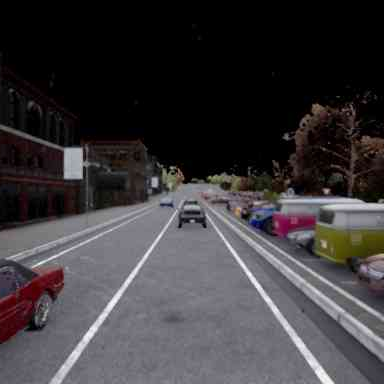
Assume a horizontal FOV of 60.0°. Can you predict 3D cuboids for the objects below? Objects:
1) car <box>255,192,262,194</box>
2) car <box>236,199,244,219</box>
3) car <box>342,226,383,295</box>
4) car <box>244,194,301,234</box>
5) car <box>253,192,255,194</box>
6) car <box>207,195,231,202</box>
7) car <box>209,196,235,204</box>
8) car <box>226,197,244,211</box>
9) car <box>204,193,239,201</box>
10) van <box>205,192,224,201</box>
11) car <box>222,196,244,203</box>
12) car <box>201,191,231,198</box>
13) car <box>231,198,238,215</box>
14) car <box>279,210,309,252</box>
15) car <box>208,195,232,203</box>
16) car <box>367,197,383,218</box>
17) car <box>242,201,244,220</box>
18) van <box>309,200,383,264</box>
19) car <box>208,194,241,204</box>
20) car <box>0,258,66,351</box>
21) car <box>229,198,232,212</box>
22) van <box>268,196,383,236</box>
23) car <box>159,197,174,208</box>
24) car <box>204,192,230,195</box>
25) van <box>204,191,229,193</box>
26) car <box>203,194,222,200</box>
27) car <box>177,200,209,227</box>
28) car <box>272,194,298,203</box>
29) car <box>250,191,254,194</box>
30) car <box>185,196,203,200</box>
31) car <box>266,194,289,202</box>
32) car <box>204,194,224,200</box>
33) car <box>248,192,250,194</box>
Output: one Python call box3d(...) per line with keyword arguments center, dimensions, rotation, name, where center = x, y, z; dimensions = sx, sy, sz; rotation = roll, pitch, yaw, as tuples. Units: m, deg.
box3d(center=(18.635, 1.289, 80.916), dimensions=(5.008, 1.535, 2.097), rotation=(0, 0, 0), name="car")
box3d(center=(6.005, 1.497, 24.077), dimensions=(5.008, 1.535, 2.097), rotation=(0, 0, 0), name="car")
box3d(center=(6.057, 1.604, 7.111), dimensions=(4.674, 1.452, 2.002), rotation=(0, -1, 0), name="car")
box3d(center=(5.997, 1.278, 18.425), dimensions=(5.566, 2.045, 2.435), rotation=(0, 0, 0), name="car")
box3d(center=(18.585, 1.298, 83.703), dimensions=(4.792, 1.488, 2.163), rotation=(0, 0, 0), name="car")
box3d(center=(5.579, 1.403, 69.706), dimensions=(4.792, 1.488, 2.163), rotation=(0, 0, 0), name="car")
box3d(center=(5.667, 1.444, 64.140), dimensions=(4.792, 1.488, 2.163), rotation=(0, 0, 0), name="car")
box3d(center=(5.990, 1.490, 32.555), dimensions=(4.674, 1.452, 2.002), rotation=(0, 0, 0), name="car")
box3d(center=(5.467, 1.433, 61.356), dimensions=(5.366, 1.575, 1.946), rotation=(0, 0, 0), name="car")
box3d(center=(5.433, 1.064, 80.836), dimensions=(4.442, 1.987, 1.878), rotation=(0, 0, 0), name="van")
box3d(center=(6.010, 1.464, 35.382), dimensions=(4.792, 1.488, 2.163), rotation=(0, 0, 0), name="car")
box3d(center=(5.536, 1.059, 78.054), dimensions=(5.566, 2.045, 2.435), rotation=(0, 0, 0), name="car")
box3d(center=(6.188, 1.479, 26.904), dimensions=(5.366, 1.575, 1.946), rotation=(0, 0, 0), name="car")
box3d(center=(6.042, 1.601, 12.776), dimensions=(4.674, 1.452, 2.002), rotation=(0, 0, 0), name="car")
box3d(center=(5.626, 1.434, 66.924), dimensions=(4.674, 1.452, 2.002), rotation=(0, 0, 0), name="car")
box3d(center=(18.543, 1.339, 29.797), dimensions=(4.553, 1.767, 2.185), rotation=(0, 0, 0), name="car")
box3d(center=(6.023, 1.513, 21.253), dimensions=(5.008, 1.535, 2.097), rotation=(0, 0, 0), name="car")
box3d(center=(6.163, 1.346, 10.070), dimensions=(4.442, 1.987, 1.878), rotation=(0, 0, 0), name="van")
box3d(center=(5.682, 1.496, 58.716), dimensions=(4.674, 1.452, 2.002), rotation=(1, 0, 0), name="car")
box3d(center=(-3.358, 1.630, 4.169), dimensions=(1.895, 1.301, 4.718), rotation=(0, 0, 0), name="car")
box3d(center=(5.998, 1.506, 29.730), dimensions=(4.674, 1.452, 2.002), rotation=(0, 0, 0), name="car")
box3d(center=(6.149, 1.319, 15.600), dimensions=(4.442, 1.987, 1.878), rotation=(0, 0, 0), name="van")
box3d(center=(-3.605, 1.466, 47.356), dimensions=(1.882, 1.535, 5.008), rotation=(0, 0, 0), name="car")
box3d(center=(5.587, 1.353, 72.490), dimensions=(4.892, 1.521, 2.231), rotation=(0, 0, 0), name="car")
box3d(center=(5.462, 1.105, 75.395), dimensions=(4.442, 1.987, 1.878), rotation=(0, 0, 0), name="van")
box3d(center=(5.512, 1.226, 89.188), dimensions=(4.892, 1.521, 2.231), rotation=(0, 0, 0), name="car")
box3d(center=(0.012, 1.570, 23.496), dimensions=(1.837, 1.490, 4.892), rotation=(0, 1, 0), name="car")
box3d(center=(18.734, 1.267, 67.117), dimensions=(4.553, 1.767, 2.185), rotation=(0, 0, 0), name="car")
box3d(center=(18.617, 1.099, 89.270), dimensions=(4.553, 1.767, 2.185), rotation=(0, 0, 0), name="car")
box3d(center=(-0.124, 1.512, 41.582), dimensions=(2.128, 1.511, 4.902), rotation=(0, 0, 0), name="car")
box3d(center=(18.642, 1.226, 72.562), dimensions=(4.553, 1.767, 2.185), rotation=(0, 0, 0), name="car")
box3d(center=(5.529, 1.270, 83.622), dimensions=(4.892, 1.521, 2.231), rotation=(0, 0, 0), name="car")
box3d(center=(18.577, 1.204, 92.057), dimensions=(4.892, 1.521, 2.231), rotation=(0, 0, 0), name="car")
